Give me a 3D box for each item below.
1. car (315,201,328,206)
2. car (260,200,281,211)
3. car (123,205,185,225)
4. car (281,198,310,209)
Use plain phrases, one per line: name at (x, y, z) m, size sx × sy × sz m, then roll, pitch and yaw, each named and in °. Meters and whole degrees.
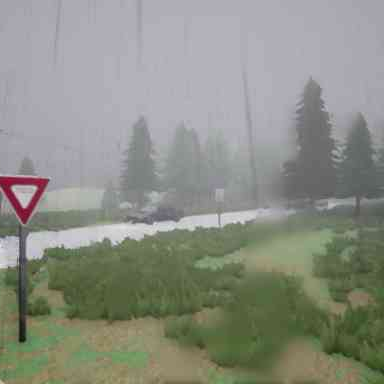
car at (19.162, 1.606, 50.246) m, size 2.128 × 1.511 × 4.902 m, roll 0°, pitch 0°, yaw 35°
car at (10.583, 1.674, 43.655) m, size 1.994 × 1.385 × 4.181 m, roll 0°, pitch 0°, yaw 35°
car at (-2.644, 1.658, 24.831) m, size 2.033 × 1.411 × 5.357 m, roll 0°, pitch 0°, yaw 35°
car at (13.449, 1.467, 41.997) m, size 2.097 × 1.767 × 4.553 m, roll 0°, pitch 0°, yaw 36°
